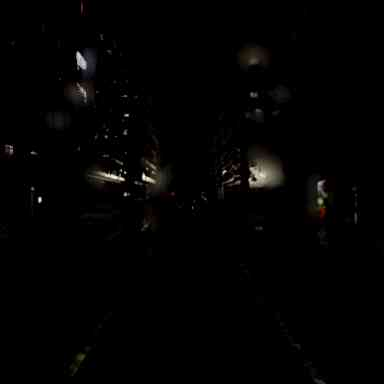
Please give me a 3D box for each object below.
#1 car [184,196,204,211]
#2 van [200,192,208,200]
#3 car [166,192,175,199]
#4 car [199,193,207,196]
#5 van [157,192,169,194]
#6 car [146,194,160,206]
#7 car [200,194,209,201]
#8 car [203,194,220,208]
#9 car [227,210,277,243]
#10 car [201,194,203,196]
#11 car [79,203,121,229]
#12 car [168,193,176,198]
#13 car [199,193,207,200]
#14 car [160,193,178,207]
[{"bbox_3d":[0.074,1.413,38.488,1.895,1.301,4.718,0,0,0],"label":"car"},{"bbox_3d":[2.702,0.962,78.117,1.690,1.788,3.998,1,0,0],"label":"van"},{"bbox_3d":[-5.679,0.882,89.447,2.192,1.841,5.009,1,0,0],"label":"car"},{"bbox_3d":[2.699,1.296,55.333,1.947,1.339,4.313,1,0,0],"label":"car"},{"bbox_3d":[-5.677,1.044,60.965,1.690,1.788,3.998,1,0,0],"label":"van"},{"bbox_3d":[-5.681,1.324,49.573,1.947,1.339,4.313,1,0,0],"label":"car"},{"bbox_3d":[2.698,1.230,72.422,1.802,1.307,4.206,1,0,0],"label":"car"},{"bbox_3d":[2.701,1.330,43.940,1.887,1.381,4.507,1,0,0],"label":"car"},{"bbox_3d":[2.702,1.490,15.458,1.947,1.339,4.313,1,0,0],"label":"car"},{"bbox_3d":[2.700,1.324,49.636,1.947,1.339,4.313,1,0,0],"label":"car"},{"bbox_3d":[-5.678,1.422,20.922,1.752,1.417,4.829,1,0,0],"label":"car"},{"bbox_3d":[-5.684,1.084,95.145,1.887,1.381,4.507,1,0,0],"label":"car"},{"bbox_3d":[2.700,1.034,83.814,1.967,1.590,4.097,1,0,0],"label":"car"},{"bbox_3d":[-3.083,1.245,47.612,1.882,1.535,5.008,0,0,0],"label":"car"}]
